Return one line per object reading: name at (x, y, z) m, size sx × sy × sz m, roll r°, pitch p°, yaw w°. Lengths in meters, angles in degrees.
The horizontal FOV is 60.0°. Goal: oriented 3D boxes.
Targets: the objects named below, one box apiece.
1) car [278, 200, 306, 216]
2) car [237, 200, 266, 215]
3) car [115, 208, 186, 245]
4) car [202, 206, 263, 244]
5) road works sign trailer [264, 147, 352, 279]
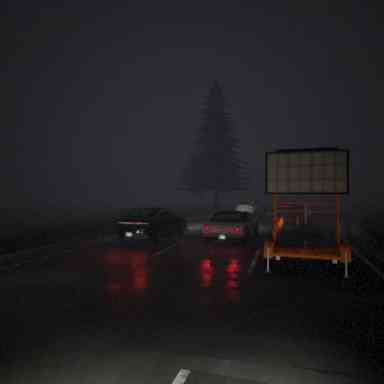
car at (9.649, 1.490, 31.896) m, size 2.128 × 1.511 × 4.902 m, roll 0°, pitch 0°, yaw 31°
car at (5.699, 1.526, 32.128) m, size 1.812 × 1.442 × 4.674 m, roll 0°, pitch 0°, yaw 30°
car at (-1.760, 1.491, 15.760) m, size 2.128 × 1.511 × 4.902 m, roll 0°, pitch 0°, yaw 19°
car at (2.017, 1.601, 16.075) m, size 1.895 × 1.301 × 4.718 m, roll 0°, pitch 0°, yaw 19°
road works sign trailer at (3.517, 0.464, 10.287) m, size 2.380 × 3.560 × 2.880 m, roll 0°, pitch 0°, yaw 19°
